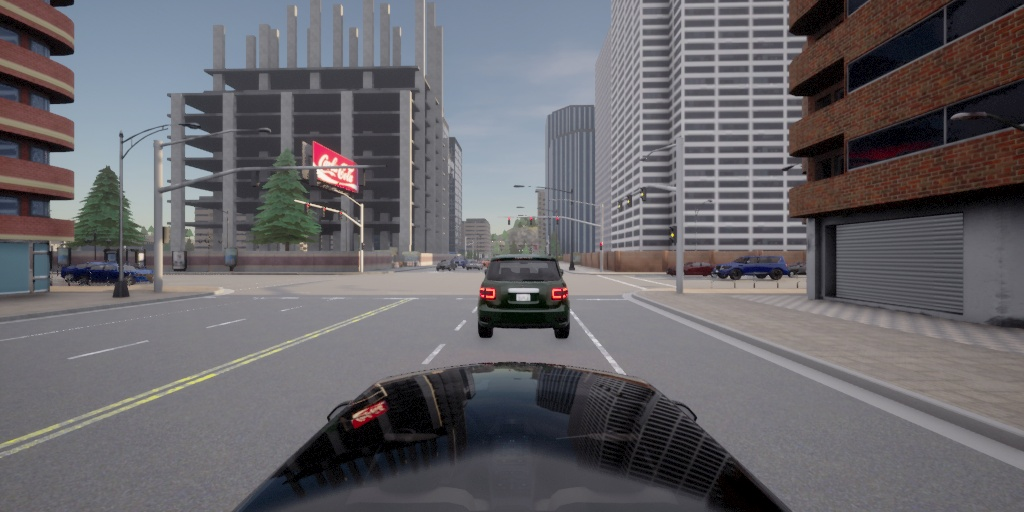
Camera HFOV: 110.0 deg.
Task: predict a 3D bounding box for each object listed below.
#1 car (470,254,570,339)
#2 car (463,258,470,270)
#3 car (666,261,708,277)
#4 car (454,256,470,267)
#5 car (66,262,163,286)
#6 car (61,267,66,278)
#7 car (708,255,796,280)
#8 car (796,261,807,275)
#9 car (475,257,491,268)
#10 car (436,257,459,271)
[{"bbox_3d":[0.338,0.971,10.267,2.150,2.045,5.566,0,0,2],"label":"car"},{"bbox_3d":[-5.279,1.351,51.143,1.895,1.301,4.718,0,0,2],"label":"car"},{"bbox_3d":[17.308,1.228,34.055,5.008,1.535,1.882,0,0,2],"label":"car"},{"bbox_3d":[-8.501,0.971,58.355,2.150,2.045,5.566,0,0,1],"label":"car"},{"bbox_3d":[-27.092,1.227,24.795,5.008,1.535,1.882,0,0,2],"label":"car"},{"bbox_3d":[-32.596,1.227,28.477,5.008,1.535,1.882,0,0,2],"label":"car"},{"bbox_3d":[20.224,0.971,30.462,5.566,2.045,2.150,0,0,2],"label":"car"},{"bbox_3d":[27.238,1.241,33.722,4.902,1.511,2.128,0,0,2],"label":"car"},{"bbox_3d":[-4.875,1.102,61.243,2.097,1.767,4.553,0,0,2],"label":"car"},{"bbox_3d":[-8.883,1.255,48.507,1.837,1.490,4.892,0,0,2],"label":"car"}]
